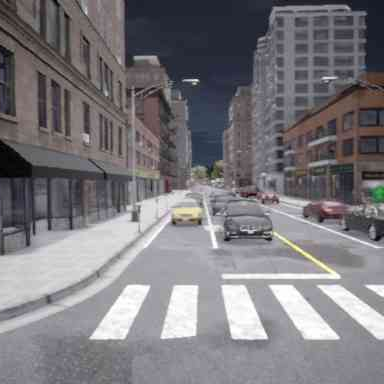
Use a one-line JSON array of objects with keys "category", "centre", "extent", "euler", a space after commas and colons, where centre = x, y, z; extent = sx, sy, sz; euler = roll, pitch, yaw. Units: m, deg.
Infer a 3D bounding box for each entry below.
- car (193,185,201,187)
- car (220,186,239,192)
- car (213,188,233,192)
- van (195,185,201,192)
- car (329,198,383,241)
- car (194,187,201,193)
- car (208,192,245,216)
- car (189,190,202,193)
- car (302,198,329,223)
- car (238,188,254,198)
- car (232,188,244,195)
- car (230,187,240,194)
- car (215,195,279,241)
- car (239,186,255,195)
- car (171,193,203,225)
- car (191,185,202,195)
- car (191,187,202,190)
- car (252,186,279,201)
[{"category": "car", "centre": [0.623, 0.064, 53.670], "extent": [1.967, 1.590, 4.097], "euler": [0, 1, 1]}, {"category": "car", "centre": [6.020, 0.182, 53.674], "extent": [1.895, 1.301, 4.718], "euler": [0, 1, 1]}, {"category": "car", "centre": [2.680, 0.639, 34.515], "extent": [2.033, 1.411, 5.357], "euler": [0, 1, 1]}, {"category": "van", "centre": [1.648, -1.058, 93.410], "extent": [1.690, 1.788, 3.998], "euler": [0, 1, 1]}, {"category": "car", "centre": [7.620, 1.125, 13.723], "extent": [2.008, 1.369, 4.403], "euler": [0, 1, 1]}, {"category": "car", "centre": [1.357, -0.521, 82.062], "extent": [1.802, 1.307, 4.206], "euler": [0, 1, 1]}, {"category": "car", "centre": [2.410, 0.918, 24.154], "extent": [1.994, 1.385, 4.181], "euler": [0, 1, 1]}, {"category": "car", "centre": [0.037, 0.768, 30.963], "extent": [1.947, 1.339, 4.313], "euler": [0, 1, 1]}, {"category": "car", "centre": [7.767, 1.013, 19.402], "extent": [1.802, 1.307, 4.206], "euler": [0, 1, 1]}, {"category": "car", "centre": [8.646, 0.131, 53.470], "extent": [1.947, 1.339, 4.313], "euler": [0, 1, 1]}, {"category": "car", "centre": [8.939, -0.158, 64.826], "extent": [1.947, 1.339, 4.313], "euler": [0, 1, 1]}, {"category": "car", "centre": [9.090, -0.347, 70.673], "extent": [1.752, 1.417, 4.829], "euler": [0, 1, 1]}, {"category": "car", "centre": [2.155, 1.109, 14.253], "extent": [1.837, 1.490, 4.892], "euler": [0, 1, 2]}, {"category": "car", "centre": [8.497, 0.025, 47.786], "extent": [2.192, 1.841, 5.009], "euler": [0, 1, 1]}, {"category": "car", "centre": [-0.261, 1.019, 19.438], "extent": [1.752, 1.417, 4.829], "euler": [0, 1, 1]}, {"category": "car", "centre": [0.915, -0.350, 65.022], "extent": [2.192, 1.841, 5.009], "euler": [0, 1, 1]}, {"category": "car", "centre": [0.330, 0.464, 42.318], "extent": [2.008, 1.369, 4.403], "euler": [0, 1, 1]}, {"category": "car", "centre": [8.205, 0.439, 36.432], "extent": [1.967, 1.590, 4.097], "euler": [0, 1, 1]}]
